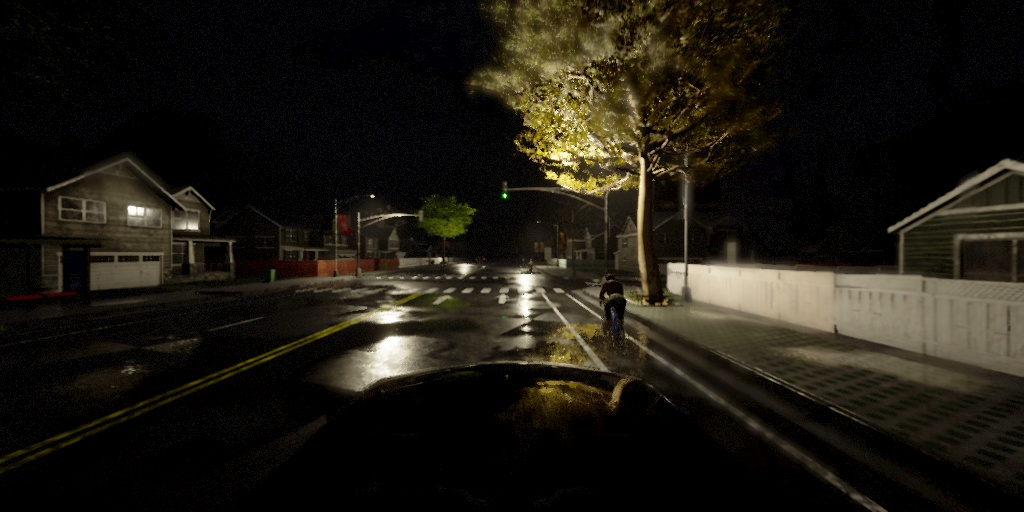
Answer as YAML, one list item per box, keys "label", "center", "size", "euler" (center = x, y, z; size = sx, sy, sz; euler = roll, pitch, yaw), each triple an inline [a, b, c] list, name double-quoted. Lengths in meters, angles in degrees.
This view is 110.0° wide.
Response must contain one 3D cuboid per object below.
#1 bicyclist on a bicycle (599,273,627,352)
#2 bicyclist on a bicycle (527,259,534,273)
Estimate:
- label: "bicyclist on a bicycle"
  center: [2.250, 1.207, 8.019]
  size: [0.582, 1.620, 1.656]
  euler: [0, 0, 0]
- label: "bicyclist on a bicycle"
  center: [2.267, 1.192, 42.757]
  size: [0.866, 1.612, 1.509]
  euler: [0, 0, 0]
